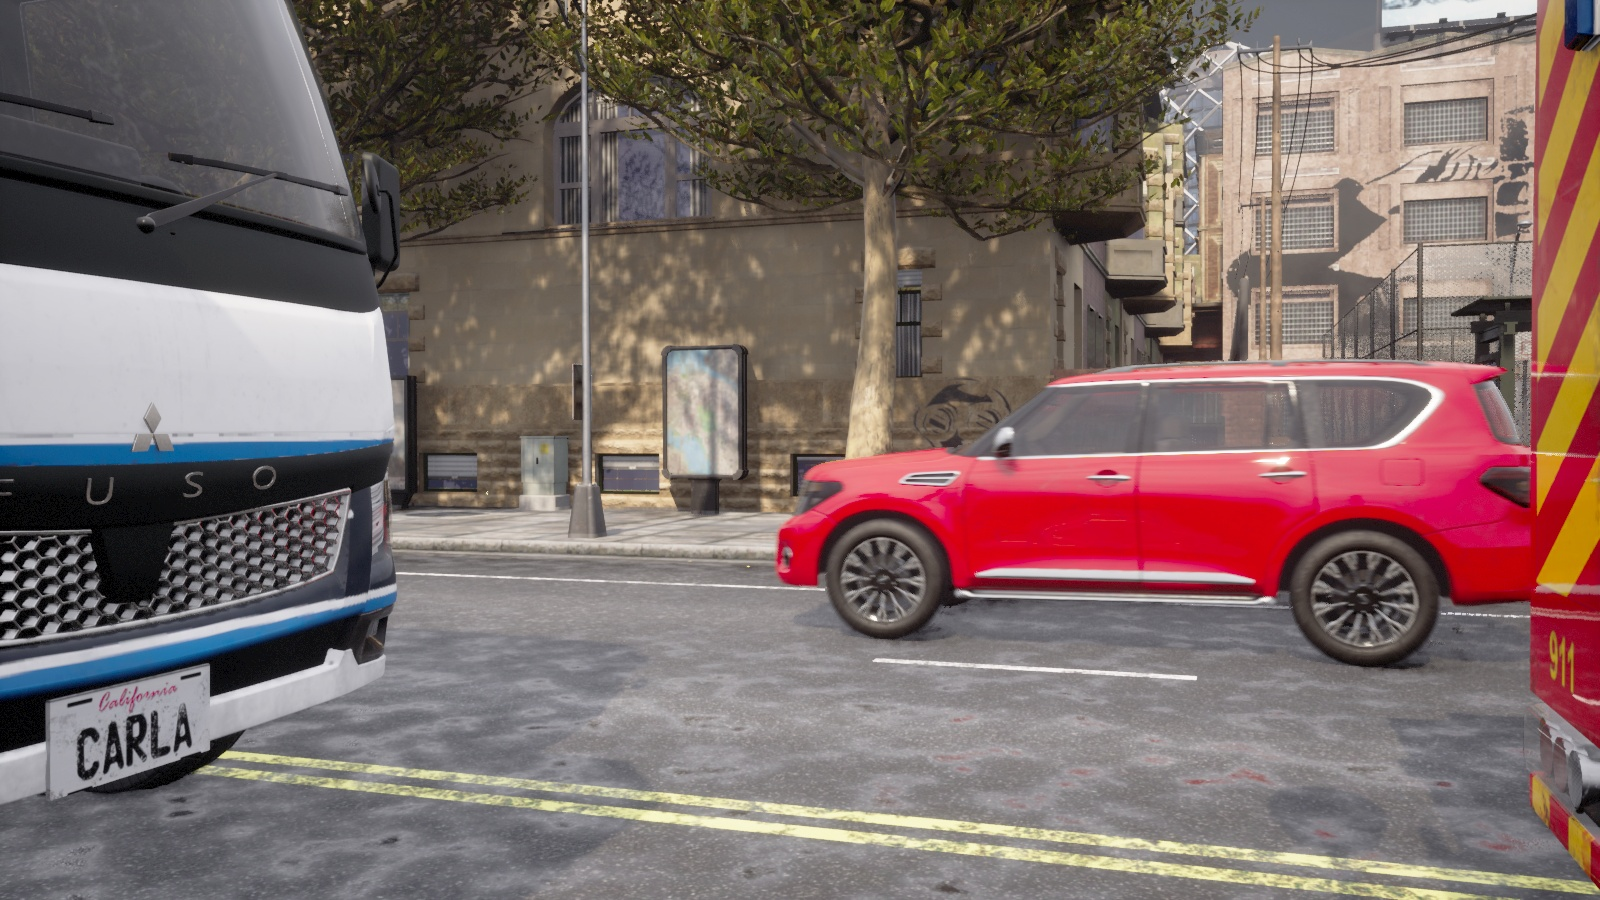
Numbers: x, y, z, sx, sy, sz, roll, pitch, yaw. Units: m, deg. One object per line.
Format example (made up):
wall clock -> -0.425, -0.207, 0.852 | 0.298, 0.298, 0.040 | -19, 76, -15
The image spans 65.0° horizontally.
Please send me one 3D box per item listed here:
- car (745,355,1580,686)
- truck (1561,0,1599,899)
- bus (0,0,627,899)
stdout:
car -> 2.560, 0.399, 9.724 | 5.566, 2.045, 2.150 | 1, 1, 20
truck -> 5.943, -0.335, 1.185 | 8.468, 3.827, 2.891 | 1, 1, 19
bus -> -6.258, -0.658, 5.265 | 10.273, 4.253, 3.944 | 1, 1, 18
